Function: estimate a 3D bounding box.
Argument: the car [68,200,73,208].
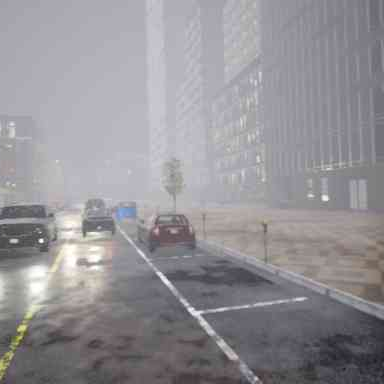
[{"bbox_3d":[-27.032,2.687,70.798,1.887,1.381,4.507,0,-1,-17],"label":"car"}]

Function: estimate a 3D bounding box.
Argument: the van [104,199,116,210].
[{"bbox_3d":[-14.168,2.071,57.246,1.690,1.788,3.998,0,-1,-17],"label":"van"}]

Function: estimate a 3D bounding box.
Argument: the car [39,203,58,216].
[{"bbox_3d":[-18.901,2.284,43.989,1.752,1.417,4.829,0,-1,-17],"label":"car"}]

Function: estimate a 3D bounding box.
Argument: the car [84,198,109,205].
[{"bbox_3d":[-10.969,1.743,37.644,2.150,2.045,5.566,-1,0,-17],"label":"car"}]

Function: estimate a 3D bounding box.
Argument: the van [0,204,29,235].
[{"bbox_3d":[-12.487,1.801,22.836,1.690,1.788,3.998,0,-1,-17],"label":"van"}]

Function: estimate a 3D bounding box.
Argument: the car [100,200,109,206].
[{"bbox_3d":[-20.631,2.581,78.560,1.887,1.381,4.507,0,-1,-17],"label":"car"}]

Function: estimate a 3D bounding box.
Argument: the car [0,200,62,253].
[{"bbox_3d":[-7.431,1.504,15.038,2.150,2.045,5.566,-1,0,-17],"label":"car"}]

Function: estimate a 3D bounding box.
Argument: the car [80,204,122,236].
[{"bbox_3d":[-5.723,1.768,20.360,2.128,1.511,4.902,-1,0,-17],"label":"car"}]

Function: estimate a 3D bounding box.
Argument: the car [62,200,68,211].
[{"bbox_3d":[-22.185,2.228,54.812,2.192,1.841,5.009,0,-1,-17],"label":"car"}]

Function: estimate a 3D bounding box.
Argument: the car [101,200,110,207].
[{"bbox_3d":[-19.064,2.487,73.394,1.752,1.417,4.829,0,-1,-17],"label":"car"}]

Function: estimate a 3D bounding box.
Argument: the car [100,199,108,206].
[{"bbox_3d":[-22.248,2.553,83.892,1.967,1.590,4.097,0,-1,-17],"label":"car"}]

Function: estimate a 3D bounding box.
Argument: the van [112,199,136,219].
[{"bbox_3d":[-6.086,1.693,30.598,1.690,1.788,3.998,0,-1,-17],"label":"van"}]

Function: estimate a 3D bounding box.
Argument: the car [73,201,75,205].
[{"bbox_3d":[-30.264,2.878,81.457,1.802,1.307,4.206,0,-1,-17],"label":"car"}]

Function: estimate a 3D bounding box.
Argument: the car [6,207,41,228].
[{"bbox_3d":[-14.052,2.058,28.001,1.752,1.417,4.829,0,-1,-17],"label":"car"}]

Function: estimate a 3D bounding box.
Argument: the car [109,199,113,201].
[{"bbox_3d":[-10.982,2.106,46.746,1.752,1.417,4.829,0,-1,-17],"label":"car"}]

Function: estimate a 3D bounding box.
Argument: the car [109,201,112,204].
[{"bbox_3d":[-9.316,2.084,41.253,1.802,1.307,4.206,0,-1,-17],"label":"car"}]

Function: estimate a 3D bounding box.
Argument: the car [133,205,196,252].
[{"bbox_3d":[-1.237,1.566,14.608,1.967,1.590,4.097,0,-1,-17],"label":"car"}]

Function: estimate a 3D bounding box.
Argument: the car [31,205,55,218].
[{"bbox_3d":[-17.333,2.236,38.821,2.008,1.369,4.403,0,-1,-17],"label":"car"}]
